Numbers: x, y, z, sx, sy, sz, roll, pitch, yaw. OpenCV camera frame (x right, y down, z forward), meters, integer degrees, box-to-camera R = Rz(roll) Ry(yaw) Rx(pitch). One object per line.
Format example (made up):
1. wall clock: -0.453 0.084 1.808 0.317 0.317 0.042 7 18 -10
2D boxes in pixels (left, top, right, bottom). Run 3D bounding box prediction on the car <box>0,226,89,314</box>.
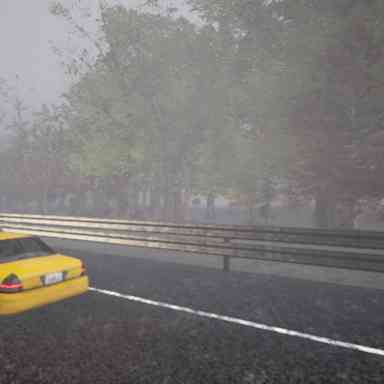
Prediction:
1. car: -4.596 1.538 7.352 5.366 1.575 1.801 -1 0 34
